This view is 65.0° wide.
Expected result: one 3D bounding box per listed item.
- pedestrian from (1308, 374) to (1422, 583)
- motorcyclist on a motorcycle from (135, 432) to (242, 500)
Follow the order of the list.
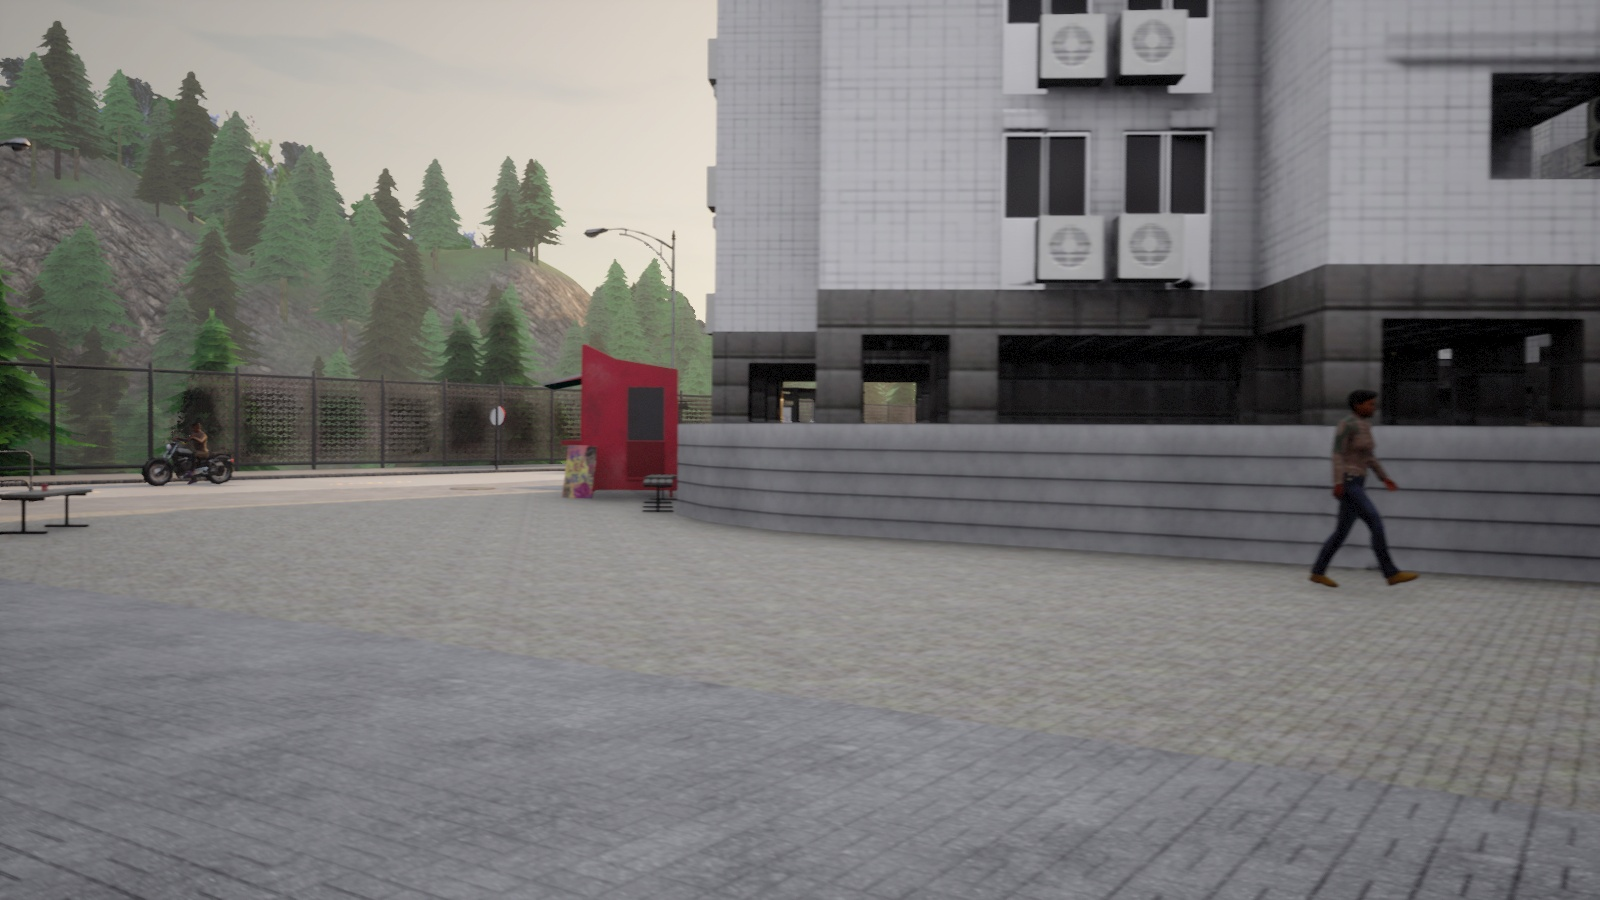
[{"bbox_3d":[5.062,0.242,11.270,0.869,1.805,0.328,0,1,42],"label":"pedestrian"},{"bbox_3d":[-15.528,0.386,31.950,0.766,1.649,2.350,0,1,34],"label":"motorcyclist on a motorcycle"}]
